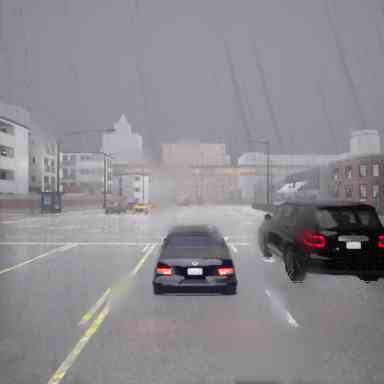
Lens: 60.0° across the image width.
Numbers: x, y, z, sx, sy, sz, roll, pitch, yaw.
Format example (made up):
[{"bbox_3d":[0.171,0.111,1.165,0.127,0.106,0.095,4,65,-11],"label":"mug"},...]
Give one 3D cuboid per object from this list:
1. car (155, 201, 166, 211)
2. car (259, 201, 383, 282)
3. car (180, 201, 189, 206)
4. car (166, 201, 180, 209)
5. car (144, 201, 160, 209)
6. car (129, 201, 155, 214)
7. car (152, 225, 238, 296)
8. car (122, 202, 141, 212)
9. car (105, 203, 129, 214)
[{"bbox_3d":[-6.076,2.210,54.757,2.097,1.767,4.553,0,-1,4],"label":"car"},{"bbox_3d":[3.561,1.273,9.994,2.150,2.045,5.566,0,0,0],"label":"car"},{"bbox_3d":[-2.816,2.928,81.541,1.895,1.301,4.718,-1,-1,32],"label":"car"},{"bbox_3d":[-4.566,2.750,69.342,1.895,1.301,4.718,0,-1,15],"label":"car"},{"bbox_3d":[-8.241,2.651,68.984,1.837,1.490,4.892,0,-1,11],"label":"car"},{"bbox_3d":[-6.616,2.132,44.715,1.882,1.535,5.008,0,-1,3],"label":"car"},{"bbox_3d":[0.059,1.589,8.881,2.033,1.411,5.357,0,0,0],"label":"car"},{"bbox_3d":[-9.683,2.365,53.795,1.812,1.442,4.674,0,-1,5],"label":"car"},{"bbox_3d":[-10.132,2.175,44.473,1.812,1.442,4.674,0,-1,3],"label":"car"}]
